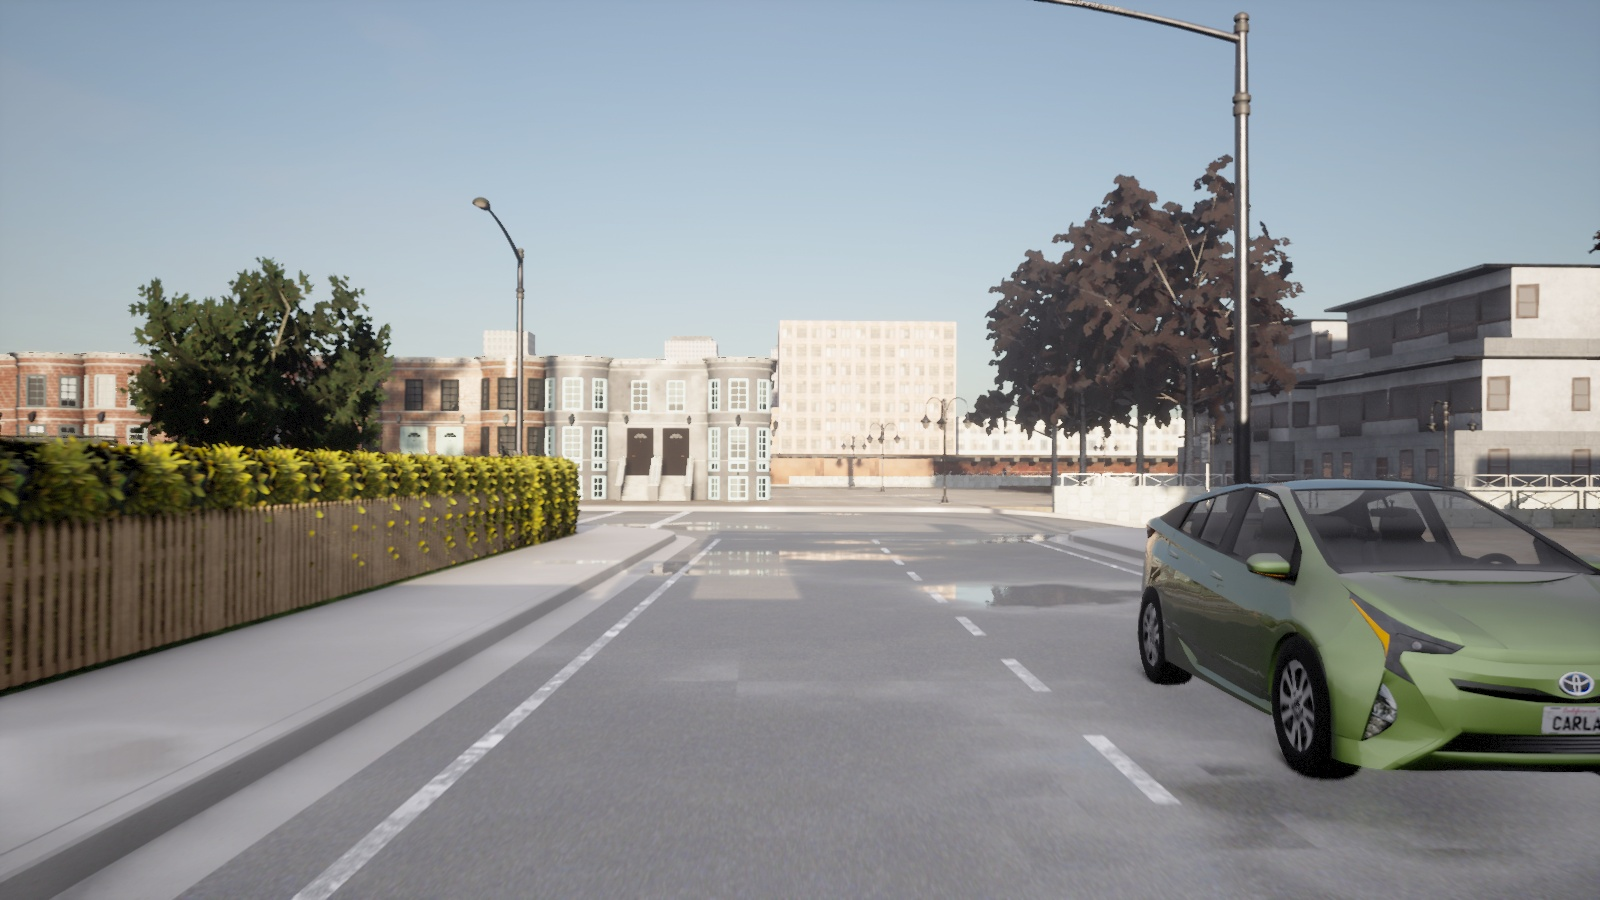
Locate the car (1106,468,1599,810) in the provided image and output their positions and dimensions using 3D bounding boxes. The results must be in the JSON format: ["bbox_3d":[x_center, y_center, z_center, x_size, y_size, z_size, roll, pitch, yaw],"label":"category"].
[{"bbox_3d":[3.480,0.879,7.871,2.007,1.525,4.514,0,-1,0],"label":"car"}]
